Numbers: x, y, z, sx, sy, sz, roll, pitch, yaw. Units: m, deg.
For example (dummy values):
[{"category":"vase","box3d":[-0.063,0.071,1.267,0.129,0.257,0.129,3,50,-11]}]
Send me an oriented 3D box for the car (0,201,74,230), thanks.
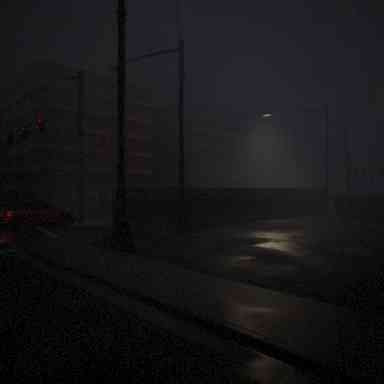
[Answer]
[{"category":"car","box3d":[-9.915,1.357,21.357,2.097,1.767,4.553,0,0,37]}]
